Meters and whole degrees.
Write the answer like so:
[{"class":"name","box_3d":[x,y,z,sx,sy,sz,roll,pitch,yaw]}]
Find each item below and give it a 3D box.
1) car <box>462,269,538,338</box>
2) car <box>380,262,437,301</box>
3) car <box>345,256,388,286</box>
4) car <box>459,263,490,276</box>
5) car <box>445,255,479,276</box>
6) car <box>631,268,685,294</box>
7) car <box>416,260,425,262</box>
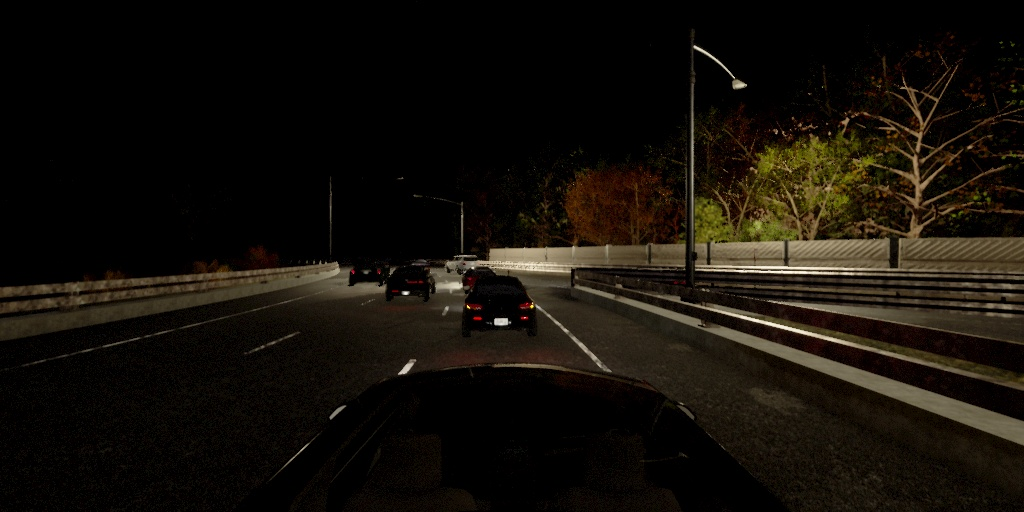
[{"class":"car","box_3d":[-0.401,1.273,10.140,1.812,1.442,4.674,0,0,-4]},{"class":"car","box_3d":[-4.769,1.251,17.259,1.837,1.490,4.892,0,0,-8]},{"class":"car","box_3d":[-9.892,1.094,25.131,2.097,1.767,4.553,0,0,-13]},{"class":"car","box_3d":[-1.841,1.308,20.574,1.994,1.385,4.181,0,0,-10]},{"class":"car","box_3d":[-5.283,0.959,38.117,2.150,2.045,5.566,0,0,-29]},{"class":"car","box_3d":[7.149,1.345,20.111,1.895,1.301,4.718,0,0,-41]},{"class":"car","box_3d":[-9.712,1.285,37.242,2.033,1.411,5.357,0,0,-19]}]
